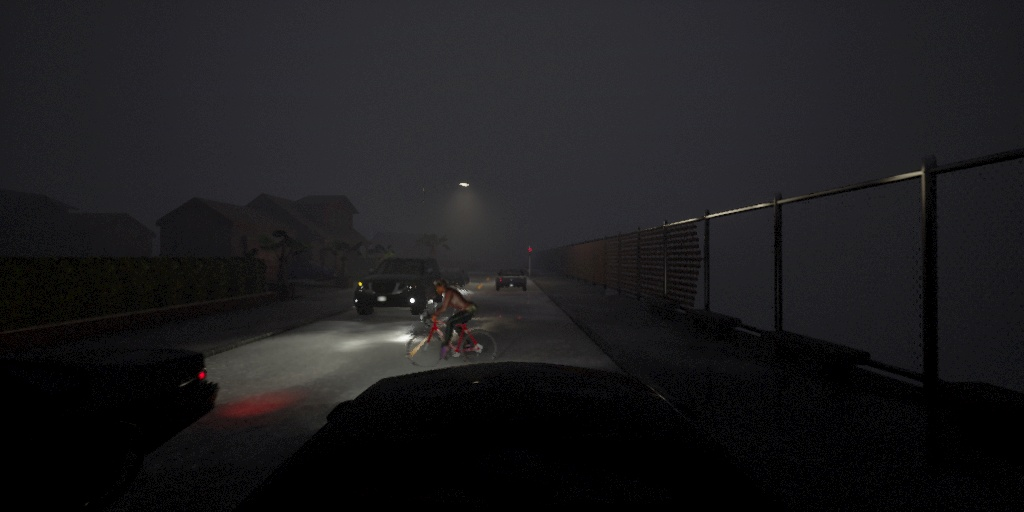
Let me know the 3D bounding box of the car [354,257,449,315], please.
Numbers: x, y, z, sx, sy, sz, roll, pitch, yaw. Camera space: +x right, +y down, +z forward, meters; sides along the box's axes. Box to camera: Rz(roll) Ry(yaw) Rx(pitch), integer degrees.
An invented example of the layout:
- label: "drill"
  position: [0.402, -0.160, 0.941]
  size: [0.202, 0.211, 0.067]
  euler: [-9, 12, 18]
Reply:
- label: "car"
  position: [-4.185, 1.055, 14.262]
  size: [2.150, 2.045, 5.566]
  euler: [0, -1, 0]

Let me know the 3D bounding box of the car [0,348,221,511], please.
- label: "car"
  position: [-4.093, 1.297, 1.491]
  size: [2.033, 1.411, 5.357]
  euler: [0, 0, 0]

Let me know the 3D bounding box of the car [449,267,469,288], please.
- label: "car"
  position: [-4.234, 1.464, 25.214]
  size: [1.994, 1.385, 4.181]
  euler: [0, 0, 1]

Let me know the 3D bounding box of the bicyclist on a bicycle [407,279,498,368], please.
- label: "bicyclist on a bicycle"
  position: [-1.097, 1.229, 6.479]
  size: [1.656, 1.620, 0.582]
  euler: [-2, 0, 0]

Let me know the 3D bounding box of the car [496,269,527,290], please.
- label: "car"
  position: [-0.059, 1.491, 23.865]
  size: [1.895, 1.301, 4.718]
  euler: [0, 0, 0]
